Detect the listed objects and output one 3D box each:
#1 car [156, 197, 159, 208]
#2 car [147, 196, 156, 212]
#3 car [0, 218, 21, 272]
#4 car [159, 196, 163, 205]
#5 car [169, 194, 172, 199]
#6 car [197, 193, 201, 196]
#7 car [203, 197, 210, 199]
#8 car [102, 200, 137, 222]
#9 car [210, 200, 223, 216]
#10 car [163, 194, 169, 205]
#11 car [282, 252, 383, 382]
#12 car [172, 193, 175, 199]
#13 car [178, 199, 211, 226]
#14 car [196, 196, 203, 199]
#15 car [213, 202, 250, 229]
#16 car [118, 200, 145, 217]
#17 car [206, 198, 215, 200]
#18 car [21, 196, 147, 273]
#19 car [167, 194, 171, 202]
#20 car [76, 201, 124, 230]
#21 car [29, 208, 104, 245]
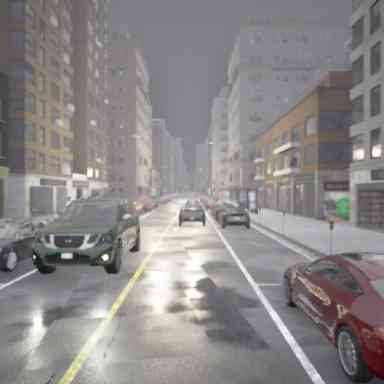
[{"bbox_3d":[-5.854,1.565,43.645,1.752,1.417,4.829,0,0,0],"label":"car"},{"bbox_3d":[-5.854,1.350,38.291,2.192,1.841,5.009,0,0,0],"label":"car"},{"bbox_3d":[-5.858,1.560,10.673,2.008,1.369,4.403,0,0,0],"label":"car"},{"bbox_3d":[-5.853,1.610,49.338,1.947,1.339,4.313,0,0,0],"label":"car"},{"bbox_3d":[-5.850,1.642,71.433,1.802,1.307,4.206,0,0,0],"label":"car"},{"bbox_3d":[2.676,1.501,71.458,1.967,1.590,4.097,0,0,0],"label":"car"},{"bbox_3d":[2.673,1.622,43.832,1.802,1.307,4.206,0,0,0],"label":"car"},{"bbox_3d":[-5.855,1.465,27.244,1.967,1.590,4.097,0,0,0],"label":"car"},{"bbox_3d":[2.671,1.591,27.257,1.947,1.339,4.313,0,0,0],"label":"car"},{"bbox_3d":[-5.851,1.604,60.385,2.008,1.369,4.403,0,0,0],"label":"car"},{"bbox_3d":[2.668,1.587,5.156,1.802,1.307,4.206,0,0,0],"label":"car"},{"bbox_3d":[-5.849,1.379,76.957,2.192,1.841,5.009,0,0,0],"label":"car"},{"bbox_3d":[0.036,1.514,23.833,2.128,1.511,4.902,0,0,1],"label":"car"},{"bbox_3d":[0.093,1.604,44.773,1.994,1.385,4.181,0,0,0],"label":"car"},{"bbox_3d":[2.669,1.586,21.732,1.947,1.339,4.313,0,0,0],"label":"car"},{"bbox_3d":[-5.855,1.555,32.597,1.752,1.417,4.829,0,0,0],"label":"car"},{"bbox_3d":[2.671,1.574,32.782,1.887,1.381,4.507,0,0,0],"label":"car"},{"bbox_3d":[-3.079,1.232,11.023,2.150,2.045,5.566,0,0,1],"label":"car"},{"bbox_3d":[-5.850,1.623,65.910,1.947,1.339,4.313,0,0,0],"label":"car"},{"bbox_3d":[-5.856,1.460,21.720,1.967,1.590,4.097,0,0,0],"label":"car"},{"bbox_3d":[-5.857,1.565,16.197,2.008,1.369,4.403,0,0,0],"label":"car"}]
